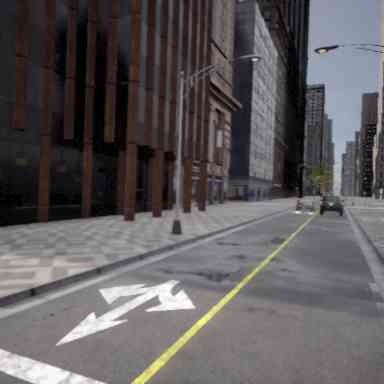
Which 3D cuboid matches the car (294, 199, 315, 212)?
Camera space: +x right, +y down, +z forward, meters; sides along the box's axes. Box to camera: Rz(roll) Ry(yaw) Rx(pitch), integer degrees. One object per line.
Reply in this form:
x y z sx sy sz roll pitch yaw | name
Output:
13.939 1.571 40.868 1.812 1.442 4.674 2 1 24 | car

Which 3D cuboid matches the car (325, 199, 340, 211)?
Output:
19.420 1.700 45.912 1.812 1.442 4.674 2 1 24 | car

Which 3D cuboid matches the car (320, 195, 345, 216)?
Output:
14.808 1.356 35.215 2.150 2.045 5.566 2 1 24 | car
